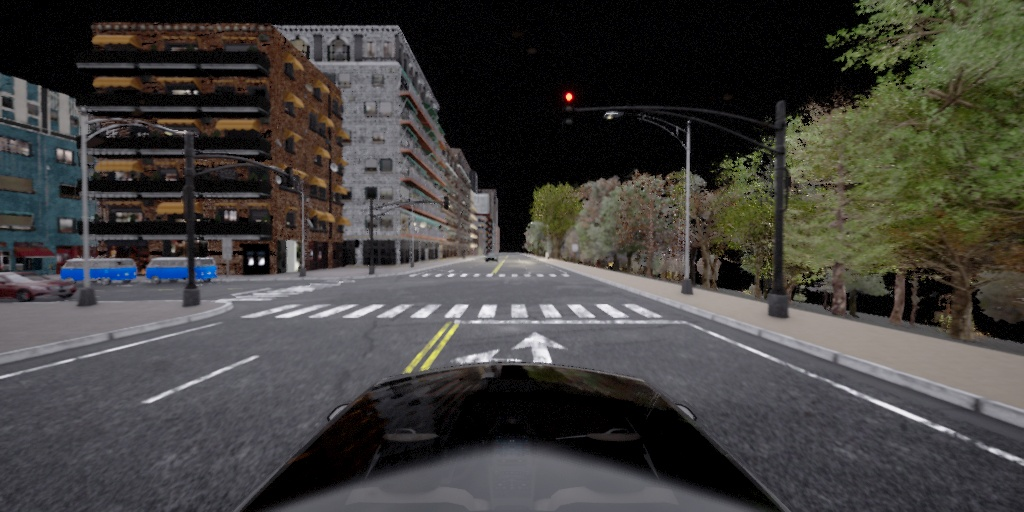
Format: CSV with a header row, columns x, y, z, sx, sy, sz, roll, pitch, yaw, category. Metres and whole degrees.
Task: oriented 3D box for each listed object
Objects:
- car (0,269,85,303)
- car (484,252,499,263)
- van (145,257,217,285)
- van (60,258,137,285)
x,y,z,sx,sy,sz,roll,pitch,yaw,category
-22.638,1.394,16.375,4.207,1.307,1.802,0,0,-1,car
-3.276,0.216,57.669,2.097,1.767,4.553,0,0,0,car
-22.729,0.990,24.720,3.998,1.789,1.690,0,0,-1,van
-28.330,1.065,24.641,3.998,1.789,1.690,0,0,-1,van
